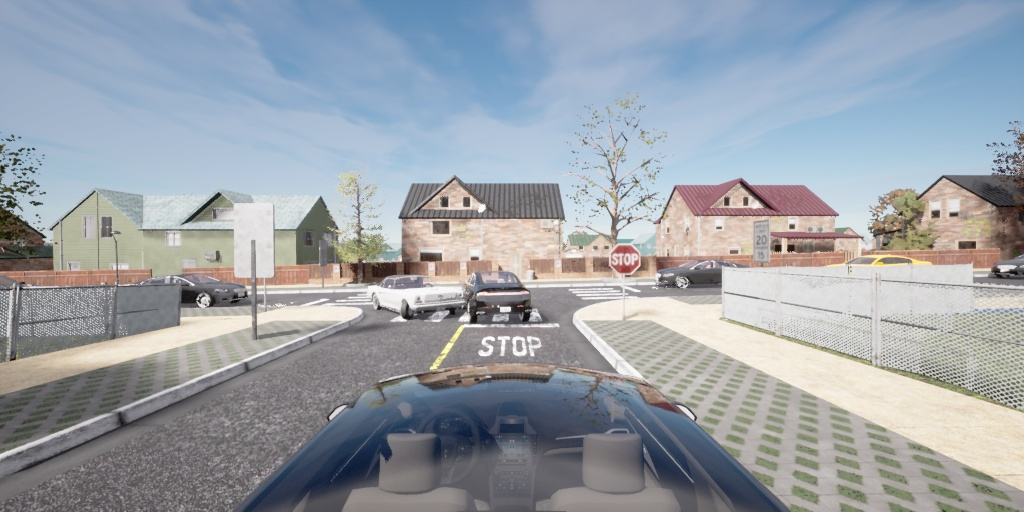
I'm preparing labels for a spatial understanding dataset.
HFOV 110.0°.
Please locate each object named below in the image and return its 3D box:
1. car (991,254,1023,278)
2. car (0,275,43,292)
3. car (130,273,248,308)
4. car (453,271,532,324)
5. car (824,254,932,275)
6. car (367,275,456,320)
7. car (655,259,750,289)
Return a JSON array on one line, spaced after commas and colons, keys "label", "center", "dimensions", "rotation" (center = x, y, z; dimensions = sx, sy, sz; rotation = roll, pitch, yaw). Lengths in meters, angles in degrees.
[{"label": "car", "center": [29.388, 0.478, 19.595], "dimensions": [4.902, 1.511, 2.128], "rotation": [-1, 1, 0]}, {"label": "car", "center": [-24.237, 1.648, 16.435], "dimensions": [4.553, 1.767, 2.097], "rotation": [-1, 1, 0]}, {"label": "car", "center": [-14.900, 1.566, 16.474], "dimensions": [4.902, 1.511, 2.128], "rotation": [-1, 1, 0]}, {"label": "car", "center": [-0.684, 1.242, 12.117], "dimensions": [2.128, 1.511, 4.902], "rotation": [0, 0, -12]}, {"label": "car", "center": [19.764, 0.690, 19.559], "dimensions": [5.008, 1.535, 1.882], "rotation": [-1, 1, -1]}, {"label": "car", "center": [-3.600, 1.368, 12.977], "dimensions": [1.895, 1.301, 4.718], "rotation": [0, 0, -38]}, {"label": "car", "center": [10.333, 0.926, 19.524], "dimensions": [4.902, 1.511, 2.128], "rotation": [-1, 1, 0]}]
